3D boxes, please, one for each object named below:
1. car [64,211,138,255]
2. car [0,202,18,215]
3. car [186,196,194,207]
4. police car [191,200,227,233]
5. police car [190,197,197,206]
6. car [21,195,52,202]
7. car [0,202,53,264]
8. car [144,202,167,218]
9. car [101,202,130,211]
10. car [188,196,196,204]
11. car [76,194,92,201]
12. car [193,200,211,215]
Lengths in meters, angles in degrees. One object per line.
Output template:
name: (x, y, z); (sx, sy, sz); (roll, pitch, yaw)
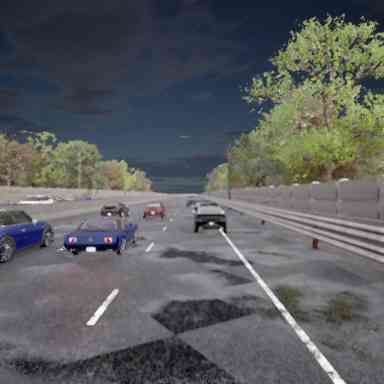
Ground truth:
car: (-3.400, 1.658, 13.436); (1.895, 1.301, 4.718); (0, 0, 0)
car: (-21.092, 1.757, 36.062); (1.895, 1.301, 4.718); (0, 0, 0)
car: (0.000, 1.747, 55.391); (1.837, 1.490, 4.892); (0, 0, 0)
police car: (1.050, 1.513, 20.626); (1.930, 1.638, 5.238); (0, 0, 0)
police car: (1.050, 1.556, 30.627); (1.930, 1.638, 5.238); (0, 0, 0)
car: (-17.592, 1.382, 37.260); (2.150, 2.045, 5.566); (0, 0, 0)
car: (-6.901, 1.405, 12.186); (2.097, 1.767, 4.553); (0, 0, 0)
car: (-3.412, 1.659, 31.225); (1.812, 1.442, 4.674); (0, 0, 0)
car: (-6.900, 1.634, 30.165); (1.837, 1.490, 4.892); (0, 0, 0)
car: (0.000, 1.712, 71.138); (1.837, 1.490, 4.892); (0, 0, 0)
car: (-24.500, 1.495, 75.961); (2.150, 2.045, 5.566); (0, 0, 0)
car: (1.051, 1.682, 36.517); (1.812, 1.442, 4.674); (0, 0, 0)
